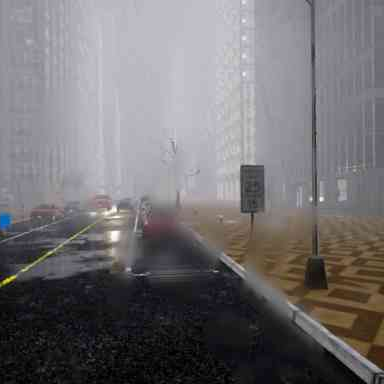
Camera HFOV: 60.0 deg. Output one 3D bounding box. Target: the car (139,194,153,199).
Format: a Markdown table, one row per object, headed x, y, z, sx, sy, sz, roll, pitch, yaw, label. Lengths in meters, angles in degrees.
| x | y | z | sx | sy | sz | roll | pitch | yaw | label |
| --- | --- | --- | --- | --- | --- | --- | --- | --- | --- |
| -6.099 | 1.359 | 45.348 | 2.192 | 1.841 | 5.009 | 0 | 0 | -9 | car |

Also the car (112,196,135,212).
| x | y | z | sx | sy | sz | roll | pitch | yaw | label |
| --- | --- | --- | --- | --- | --- | --- | --- | --- | --- |
| -7.815 | 1.543 | 39.113 | 2.128 | 1.511 | 4.902 | 0 | 0 | -8 | car |

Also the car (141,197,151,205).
| x | y | z | sx | sy | sz | roll | pitch | yaw | label |
| --- | --- | --- | --- | --- | --- | --- | --- | --- | --- |
| -8.709 | 1.591 | 62.386 | 1.752 | 1.417 | 4.829 | 0 | 0 | -9 | car |

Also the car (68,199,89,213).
| x | y | z | sx | sy | sz | roll | pitch | yaw | label |
| --- | --- | --- | --- | --- | --- | --- | --- | --- | --- |
| -13.526 | 1.652 | 38.474 | 1.947 | 1.339 | 4.313 | 0 | 0 | -9 | car |

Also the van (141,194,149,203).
| x | y | z | sx | sy | sz | roll | pitch | yaw | label |
| --- | --- | --- | --- | --- | --- | --- | --- | --- | --- |
| -10.406 | 1.421 | 73.465 | 1.690 | 1.788 | 3.998 | 0 | 0 | -9 | van |

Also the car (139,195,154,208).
| x | y | z | sx | sy | sz | roll | pitch | yaw | label |
| --- | --- | --- | --- | --- | --- | --- | --- | --- | --- |
| -6.960 | 1.366 | 50.971 | 2.192 | 1.841 | 5.009 | 0 | 0 | -9 | car |

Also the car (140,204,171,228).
| x | y | z | sx | sy | sz | roll | pitch | yaw | label |
| --- | --- | --- | --- | --- | --- | --- | --- | --- | --- |
| -2.590 | 1.581 | 22.865 | 1.947 | 1.339 | 4.313 | 0 | 0 | -9 | car |

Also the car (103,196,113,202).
| x | y | z | sx | sy | sz | roll | pitch | yaw | label |
| --- | --- | --- | --- | --- | --- | --- | --- | --- | --- |
| -19.555 | 1.703 | 77.840 | 1.947 | 1.339 | 4.313 | 0 | 0 | -9 | car |

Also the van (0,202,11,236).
| x | y | z | sx | sy | sz | roll | pitch | yaw | label |
| --- | --- | --- | --- | --- | --- | --- | --- | --- | --- |
| -10.200 | 1.400 | 15.965 | 1.690 | 1.788 | 3.998 | 0 | 0 | -9 | van |

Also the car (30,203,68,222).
| x | y | z | sx | sy | sz | roll | pitch | yaw | label |
| --- | --- | --- | --- | --- | --- | --- | --- | --- | --- |
| -11.812 | 1.616 | 27.228 | 1.887 | 1.381 | 4.507 | 0 | 0 | -9 | car |

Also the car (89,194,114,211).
| x | y | z | sx | sy | sz | roll | pitch | yaw | label |
| --- | --- | --- | --- | --- | --- | --- | --- | --- | --- |
| -11.402 | 1.296 | 42.329 | 2.150 | 2.045 | 5.566 | 0 | 0 | -9 | car |

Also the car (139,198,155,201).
| x | y | z | sx | sy | sz | roll | pitch | yaw | label |
| --- | --- | --- | --- | --- | --- | --- | --- | --- | --- |
| -4.377 | 1.611 | 34.101 | 1.802 | 1.307 | 4.206 | 0 | 0 | -9 | car |

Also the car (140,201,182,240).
| x | y | z | sx | sy | sz | roll | pitch | yaw | label |
| --- | --- | --- | --- | --- | --- | --- | --- | --- | --- |
| -1.673 | 1.448 | 17.251 | 1.967 | 1.590 | 4.097 | 0 | 0 | -9 | car |

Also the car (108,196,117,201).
| x | y | z | sx | sy | sz | roll | pitch | yaw | label |
| --- | --- | --- | --- | --- | --- | --- | --- | --- | --- |
| -21.277 | 1.704 | 89.086 | 2.008 | 1.369 | 4.403 | 0 | 0 | -9 | car |

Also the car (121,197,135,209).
| x | y | z | sx | sy | sz | roll | pitch | yaw | label |
| --- | --- | --- | --- | --- | --- | --- | --- | --- | --- |
| -9.402 | 1.542 | 49.182 | 1.882 | 1.535 | 5.008 | 0 | 0 | -8 | car |

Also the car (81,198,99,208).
| x | y | z | sx | sy | sz | roll | pitch | yaw | label |
| --- | --- | --- | --- | --- | --- | --- | --- | --- | --- |
| -15.248 | 1.666 | 49.722 | 1.947 | 1.339 | 4.313 | 0 | 0 | -9 | car |

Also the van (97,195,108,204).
| x | y | z | sx | sy | sz | roll | pitch | yaw | label |
| --- | --- | --- | --- | --- | --- | --- | --- | --- | --- |
| -17.831 | 1.463 | 66.592 | 1.690 | 1.788 | 3.998 | 0 | 0 | -9 | van |
